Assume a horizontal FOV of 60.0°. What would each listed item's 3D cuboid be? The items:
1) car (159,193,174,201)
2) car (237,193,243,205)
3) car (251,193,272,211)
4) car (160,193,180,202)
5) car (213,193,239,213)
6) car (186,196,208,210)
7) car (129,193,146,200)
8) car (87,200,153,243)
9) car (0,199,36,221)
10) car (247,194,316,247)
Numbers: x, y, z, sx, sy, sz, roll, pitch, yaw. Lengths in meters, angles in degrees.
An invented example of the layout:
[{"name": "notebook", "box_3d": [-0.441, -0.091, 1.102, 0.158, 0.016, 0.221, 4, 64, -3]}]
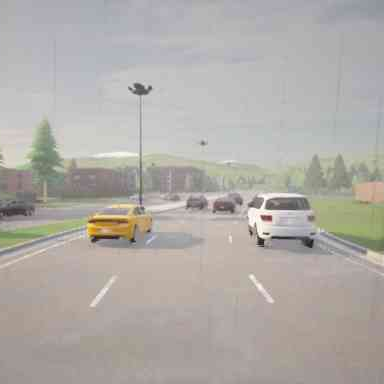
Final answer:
[{"name": "car", "box_3d": [-5.109, 0.945, 68.037, 1.812, 1.442, 4.674, 0, 1, 11]}, {"name": "car", "box_3d": [6.092, 0.926, 46.974, 2.097, 1.767, 4.553, 0, 1, 12]}, {"name": "car", "box_3d": [7.676, 1.017, 36.877, 2.097, 1.767, 4.553, 0, 1, 11]}, {"name": "car", "box_3d": [-3.488, 0.961, 58.528, 2.128, 1.511, 4.902, 0, 1, 12]}, {"name": "car", "box_3d": [3.193, 1.185, 32.196, 1.882, 1.535, 5.008, 0, 1, 11]}, {"name": "car", "box_3d": [0.614, 1.152, 37.243, 2.128, 1.511, 4.902, 0, 0, 11]}, {"name": "car", "box_3d": [-10.004, 0.968, 61.592, 1.812, 1.442, 4.674, 0, 1, 12]}, {"name": "car", "box_3d": [-3.146, 1.337, 15.453, 1.882, 1.535, 5.008, 0, 0, 5]}, {"name": "car", "box_3d": [-13.930, 1.267, 24.889, 2.128, 1.511, 4.902, 0, 1, 13]}, {"name": "car", "box_3d": [3.715, 1.088, 14.529, 2.150, 2.045, 5.566, 0, 1, 5]}]
